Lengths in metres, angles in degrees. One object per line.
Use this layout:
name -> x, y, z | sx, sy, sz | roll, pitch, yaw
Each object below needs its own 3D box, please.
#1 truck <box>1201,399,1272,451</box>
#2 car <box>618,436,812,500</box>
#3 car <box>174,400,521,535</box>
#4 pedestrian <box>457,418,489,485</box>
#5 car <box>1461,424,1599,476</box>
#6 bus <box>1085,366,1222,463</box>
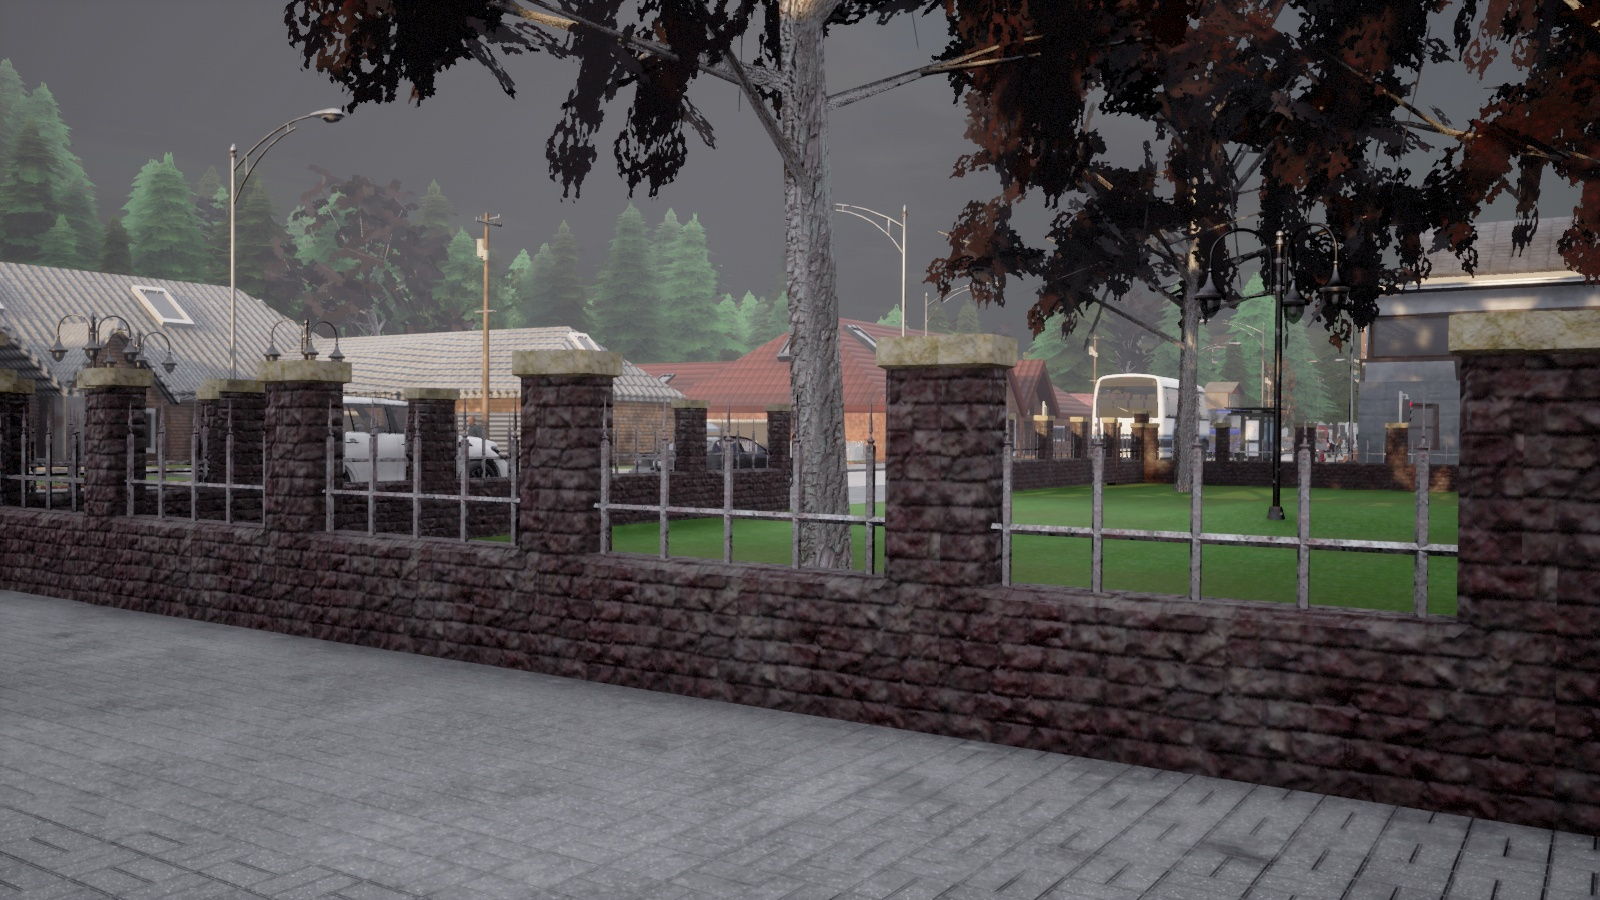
truck -> 30.727, -1.733, 88.221 | 2.891, 3.462, 7.936 | 0, 1, 33
car -> -1.944, 0.375, 30.879 | 2.033, 1.411, 5.357 | 0, 1, 31
car -> -7.683, 0.219, 22.017 | 2.150, 2.045, 5.566 | 0, 1, 32
pedestrian -> -9.120, 0.045, 35.046 | 0.726, 1.842, 0.402 | -1, 1, -41
car -> 23.066, -0.023, 38.337 | 5.008, 1.535, 1.882 | 0, 1, 30
bus -> 17.279, -1.631, 60.732 | 3.944, 4.253, 10.273 | 0, 1, 30
